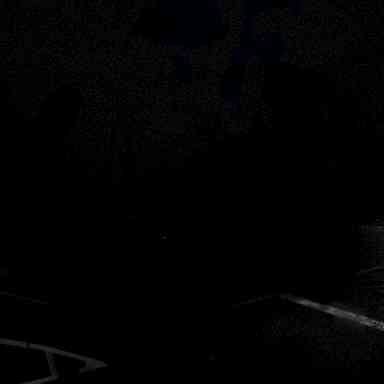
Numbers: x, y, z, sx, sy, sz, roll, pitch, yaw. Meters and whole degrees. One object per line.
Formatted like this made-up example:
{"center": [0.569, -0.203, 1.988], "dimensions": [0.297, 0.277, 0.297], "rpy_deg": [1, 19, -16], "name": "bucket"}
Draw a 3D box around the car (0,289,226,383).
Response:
{"center": [-1.905, 1.491, 2.384], "dimensions": [4.902, 1.511, 2.128], "rpy_deg": [0, 0, -36], "name": "car"}
